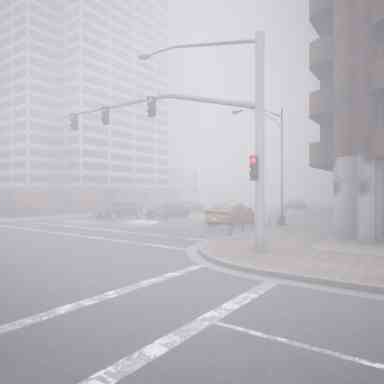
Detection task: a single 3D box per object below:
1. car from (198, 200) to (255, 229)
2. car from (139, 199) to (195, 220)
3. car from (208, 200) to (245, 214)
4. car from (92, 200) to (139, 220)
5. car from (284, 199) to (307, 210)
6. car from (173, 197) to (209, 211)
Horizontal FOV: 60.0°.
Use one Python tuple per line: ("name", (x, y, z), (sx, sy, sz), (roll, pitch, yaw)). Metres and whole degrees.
("car", (2.744, 1.477, 22.093), (1.882, 1.535, 5.008), (0, 0, 35))
("car", (-2.010, 1.564, 27.850), (1.994, 1.385, 4.181), (0, 0, 35))
("car", (3.861, 1.601, 36.186), (1.895, 1.301, 4.718), (0, 0, 35))
("car", (-6.120, 1.505, 28.090), (1.837, 1.490, 4.892), (0, 0, 35))
("car", (13.581, 1.564, 43.656), (1.994, 1.385, 4.181), (0, 0, 35))
("car", (-0.401, 1.564, 36.217), (1.994, 1.385, 4.181), (0, 0, 35))
